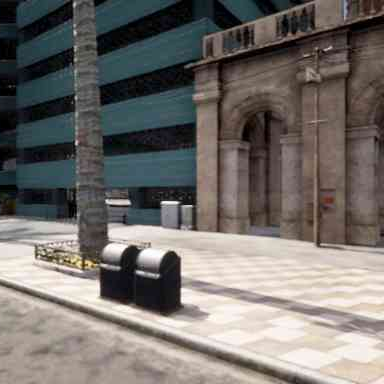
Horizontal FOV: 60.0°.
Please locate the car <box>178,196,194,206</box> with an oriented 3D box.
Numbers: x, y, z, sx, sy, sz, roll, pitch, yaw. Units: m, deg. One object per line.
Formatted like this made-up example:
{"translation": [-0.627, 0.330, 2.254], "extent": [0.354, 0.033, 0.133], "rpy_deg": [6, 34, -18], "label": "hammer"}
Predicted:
{"translation": [1.068, 1.031, 24.992], "extent": [5.566, 2.045, 2.435], "rpy_deg": [0, 0, 36], "label": "car"}
